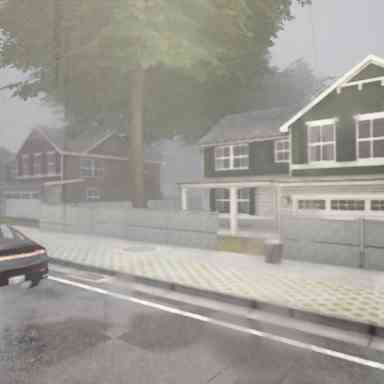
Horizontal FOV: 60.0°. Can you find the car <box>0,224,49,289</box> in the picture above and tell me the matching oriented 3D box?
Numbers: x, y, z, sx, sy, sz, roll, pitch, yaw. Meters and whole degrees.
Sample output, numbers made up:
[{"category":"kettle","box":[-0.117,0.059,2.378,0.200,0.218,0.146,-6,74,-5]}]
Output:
[{"category":"car","box":[-5.333,1.459,7.798,4.902,1.511,2.128,0,0,36]}]
